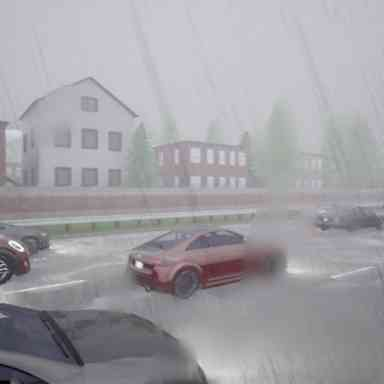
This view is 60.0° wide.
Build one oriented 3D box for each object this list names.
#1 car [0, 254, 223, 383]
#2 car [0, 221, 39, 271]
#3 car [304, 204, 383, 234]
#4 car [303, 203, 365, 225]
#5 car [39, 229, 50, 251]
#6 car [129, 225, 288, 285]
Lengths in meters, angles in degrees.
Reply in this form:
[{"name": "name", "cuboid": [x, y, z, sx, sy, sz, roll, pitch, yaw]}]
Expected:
[{"name": "car", "cuboid": [-1.874, 1.565, 2.407, 4.181, 1.385, 1.994, 0, 0, -35]}, {"name": "car", "cuboid": [-6.341, 1.355, 7.821, 4.553, 1.767, 2.097, 0, 0, -36]}, {"name": "car", "cuboid": [8.997, 1.472, 18.760, 5.357, 1.411, 2.033, 0, 0, -35]}, {"name": "car", "cuboid": [10.274, 1.509, 23.970, 4.718, 1.301, 1.895, 0, 0, -35]}, {"name": "car", "cuboid": [-7.203, 1.561, 11.506, 4.181, 1.385, 1.994, 0, 0, -35]}, {"name": "car", "cuboid": [0.486, 1.543, 8.391, 4.181, 1.385, 1.994, 0, 0, -35]}]
